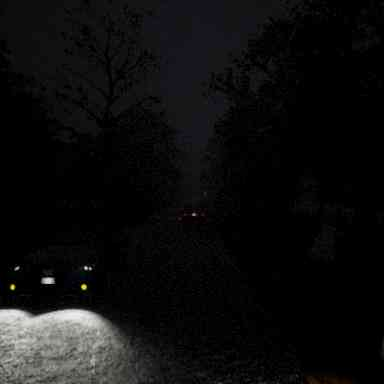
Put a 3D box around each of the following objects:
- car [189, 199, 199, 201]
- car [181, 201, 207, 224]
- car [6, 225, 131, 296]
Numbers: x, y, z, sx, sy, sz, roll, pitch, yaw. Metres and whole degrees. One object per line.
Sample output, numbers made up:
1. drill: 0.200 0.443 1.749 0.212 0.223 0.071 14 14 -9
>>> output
1. car: 0.237 1.665 43.062 1.812 1.442 4.674 0 0 0
2. car: 0.149 1.621 25.292 2.033 1.411 5.357 0 0 0
3. car: -2.842 1.576 8.558 1.994 1.385 4.181 0 0 0
